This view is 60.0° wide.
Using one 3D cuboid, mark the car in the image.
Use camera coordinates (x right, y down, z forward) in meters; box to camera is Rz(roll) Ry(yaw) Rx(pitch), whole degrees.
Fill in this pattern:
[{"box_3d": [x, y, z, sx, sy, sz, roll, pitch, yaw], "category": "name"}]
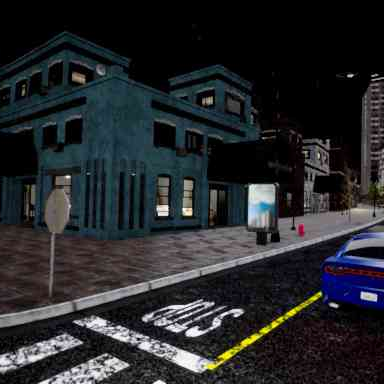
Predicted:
[{"box_3d": [4.480, 1.647, 7.443, 1.882, 1.535, 5.008, 0, -2, 39], "category": "car"}]
